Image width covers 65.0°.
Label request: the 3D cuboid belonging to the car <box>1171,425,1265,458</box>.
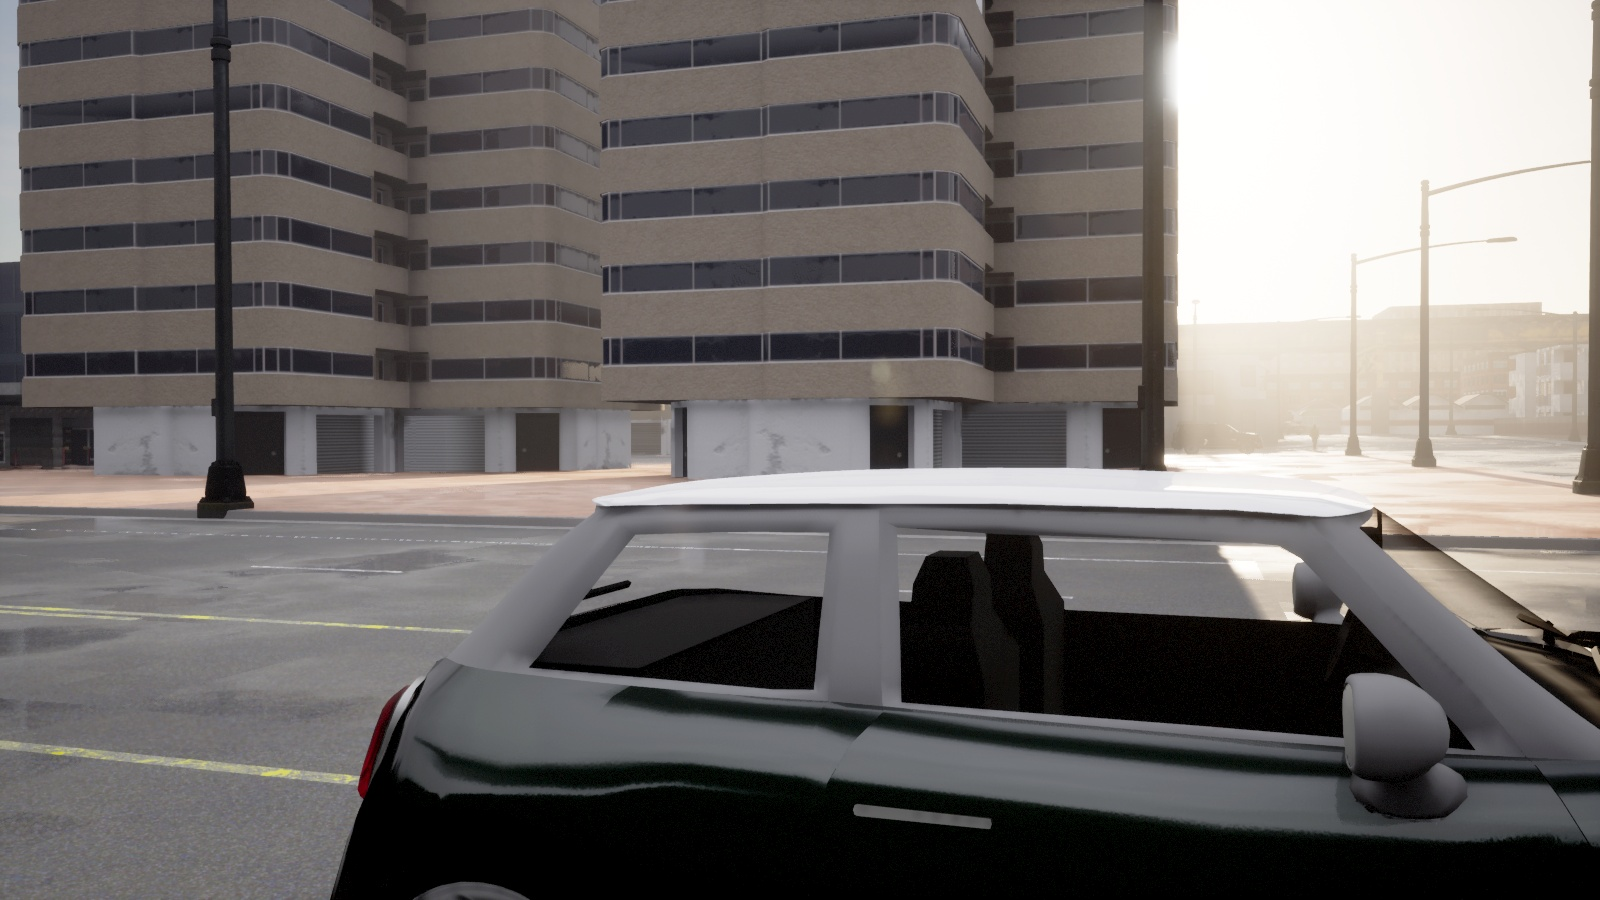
[{"bbox_3d":[26.371,-0.517,79.478,5.566,2.045,2.150,0,1,17],"label":"car"}]

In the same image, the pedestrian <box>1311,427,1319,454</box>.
[{"bbox_3d":[35.678,-0.648,87.028,0.431,1.840,0.709,0,1,13],"label":"pedestrian"}]

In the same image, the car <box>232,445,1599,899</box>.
[{"bbox_3d":[0.941,0.749,2.925,3.806,1.475,1.970,1,1,19],"label":"car"}]
